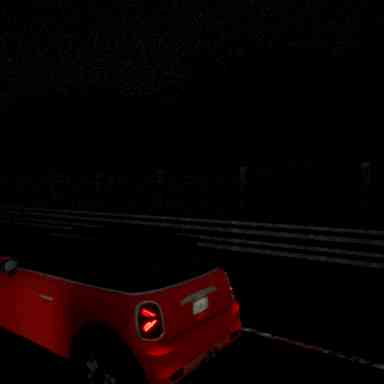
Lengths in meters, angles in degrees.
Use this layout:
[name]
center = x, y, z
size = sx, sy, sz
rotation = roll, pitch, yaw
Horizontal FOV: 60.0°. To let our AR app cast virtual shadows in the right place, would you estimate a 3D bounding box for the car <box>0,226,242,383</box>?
[car]
center = -1.614, 1.321, 5.134
size = 4.553, 1.767, 2.097
rotation = 1, 0, 36
